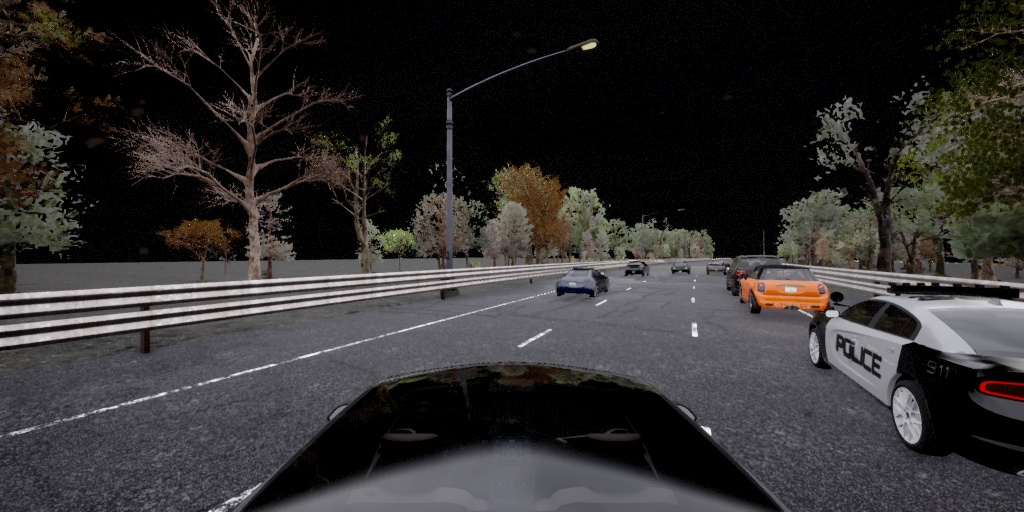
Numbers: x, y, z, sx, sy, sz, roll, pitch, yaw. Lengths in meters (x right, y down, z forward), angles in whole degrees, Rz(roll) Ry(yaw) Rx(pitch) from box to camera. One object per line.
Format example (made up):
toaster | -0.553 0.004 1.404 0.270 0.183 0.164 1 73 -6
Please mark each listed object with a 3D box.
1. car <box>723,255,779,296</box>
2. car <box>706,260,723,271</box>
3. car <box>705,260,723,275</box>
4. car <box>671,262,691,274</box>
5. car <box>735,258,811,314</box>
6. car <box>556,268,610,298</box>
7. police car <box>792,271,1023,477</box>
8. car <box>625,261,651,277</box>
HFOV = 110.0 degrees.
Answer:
car | 12.626 0.978 18.758 2.150 2.045 5.566 0 0 27
car | 28.854 1.333 50.974 2.033 1.411 5.357 0 0 30
car | 22.407 1.261 39.332 2.128 1.511 4.902 0 0 29
car | 19.294 1.370 40.810 1.895 1.301 4.718 0 0 29
car | 9.918 1.102 13.421 2.097 1.767 4.553 0 0 27
car | 3.818 1.315 18.925 1.994 1.385 4.181 0 0 27
police car | 5.603 1.175 4.695 1.930 1.638 5.238 0 0 26
car | 12.516 1.267 35.625 1.837 1.490 4.892 0 0 29
